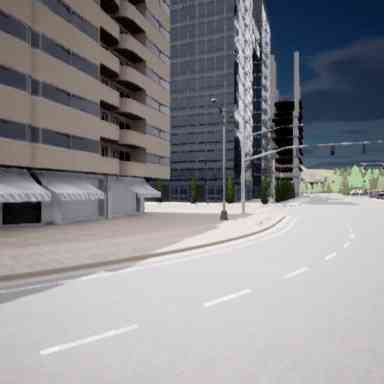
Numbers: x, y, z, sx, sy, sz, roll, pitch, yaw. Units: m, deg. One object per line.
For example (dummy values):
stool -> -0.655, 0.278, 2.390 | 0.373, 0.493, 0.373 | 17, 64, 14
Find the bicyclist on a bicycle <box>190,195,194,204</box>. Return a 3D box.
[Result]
bicyclist on a bicycle -> 0.040, 1.325, 57.194 | 0.582, 1.620, 1.656 | 0, 0, 20
